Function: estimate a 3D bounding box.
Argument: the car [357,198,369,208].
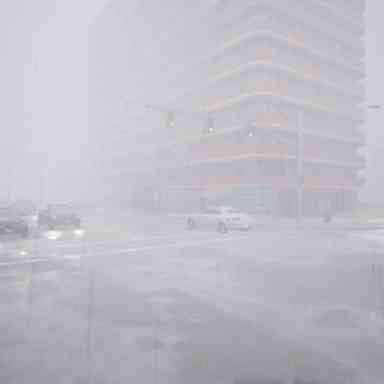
[{"bbox_3d":[24.527,1.607,50.257,1.882,1.535,5.008,0,0,-9],"label":"car"}]

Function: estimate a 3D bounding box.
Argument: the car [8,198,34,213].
[{"bbox_3d":[-16.811,1.459,33.316,1.837,1.490,4.892,0,2,-35],"label":"car"}]

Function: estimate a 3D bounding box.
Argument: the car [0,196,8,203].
[{"bbox_3d":[-28.505,1.397,50.138,1.882,1.535,5.008,0,0,-35],"label":"car"}]

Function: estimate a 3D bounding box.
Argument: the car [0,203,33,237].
[{"bbox_3d":[-9.794,1.505,17.262,1.812,1.442,4.674,0,0,-35],"label":"car"}]

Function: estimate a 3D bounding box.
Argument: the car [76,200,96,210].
[{"bbox_3d":[-13.581,1.586,41.068,1.895,1.301,4.718,0,0,-35],"label":"car"}]

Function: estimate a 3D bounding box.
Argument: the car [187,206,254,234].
[{"bbox_3d":[1.564,1.569,19.492,1.812,1.442,4.674,0,0,-35],"label":"car"}]

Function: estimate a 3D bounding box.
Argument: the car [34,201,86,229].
[{"bbox_3d":[-8.816,1.515,21.958,1.812,1.442,4.674,0,0,-36],"label":"car"}]
